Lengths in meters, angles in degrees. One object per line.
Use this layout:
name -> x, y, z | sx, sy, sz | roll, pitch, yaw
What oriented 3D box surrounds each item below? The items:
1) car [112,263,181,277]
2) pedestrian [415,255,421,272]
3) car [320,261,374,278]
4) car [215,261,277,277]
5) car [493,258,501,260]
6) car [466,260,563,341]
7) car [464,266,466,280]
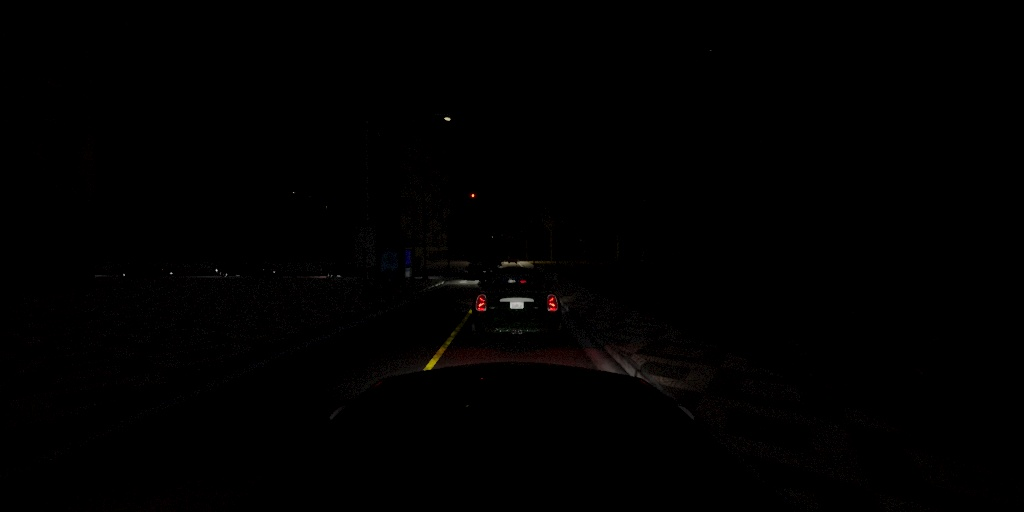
car -> -33.062, 1.249, 32.544 | 4.718, 1.301, 1.895 | 0, 1, 2
pedestrian -> -9.980, 0.800, 38.122 | 0.375, 1.860, 0.375 | 0, 0, 2
car -> -14.453, 1.192, 32.014 | 4.902, 1.511, 2.128 | 0, 1, 2
car -> -23.825, 1.166, 32.278 | 4.902, 1.511, 2.128 | 0, 1, 2
car -> -2.960, 1.245, 50.323 | 2.033, 1.411, 5.357 | 0, 0, 0
car -> 0.114, 1.099, 9.972 | 2.097, 1.767, 4.553 | 0, 0, 0
car -> -3.017, 1.207, 31.582 | 1.882, 1.535, 5.008 | 0, 0, 0
